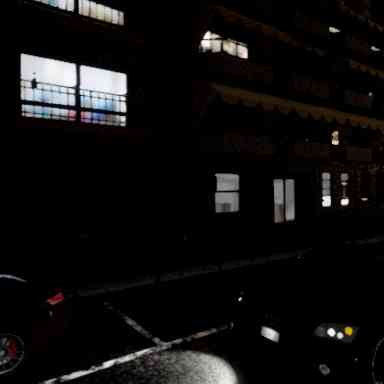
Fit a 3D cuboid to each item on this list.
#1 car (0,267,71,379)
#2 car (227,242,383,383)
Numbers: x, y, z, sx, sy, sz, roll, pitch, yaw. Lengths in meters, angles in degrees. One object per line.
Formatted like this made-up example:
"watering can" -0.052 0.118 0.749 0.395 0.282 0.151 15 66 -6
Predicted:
"car" -3.655 1.588 3.916 4.206 1.307 1.802 0 -1 -36
"car" 2.566 1.538 5.223 4.181 1.385 1.994 0 0 -36
